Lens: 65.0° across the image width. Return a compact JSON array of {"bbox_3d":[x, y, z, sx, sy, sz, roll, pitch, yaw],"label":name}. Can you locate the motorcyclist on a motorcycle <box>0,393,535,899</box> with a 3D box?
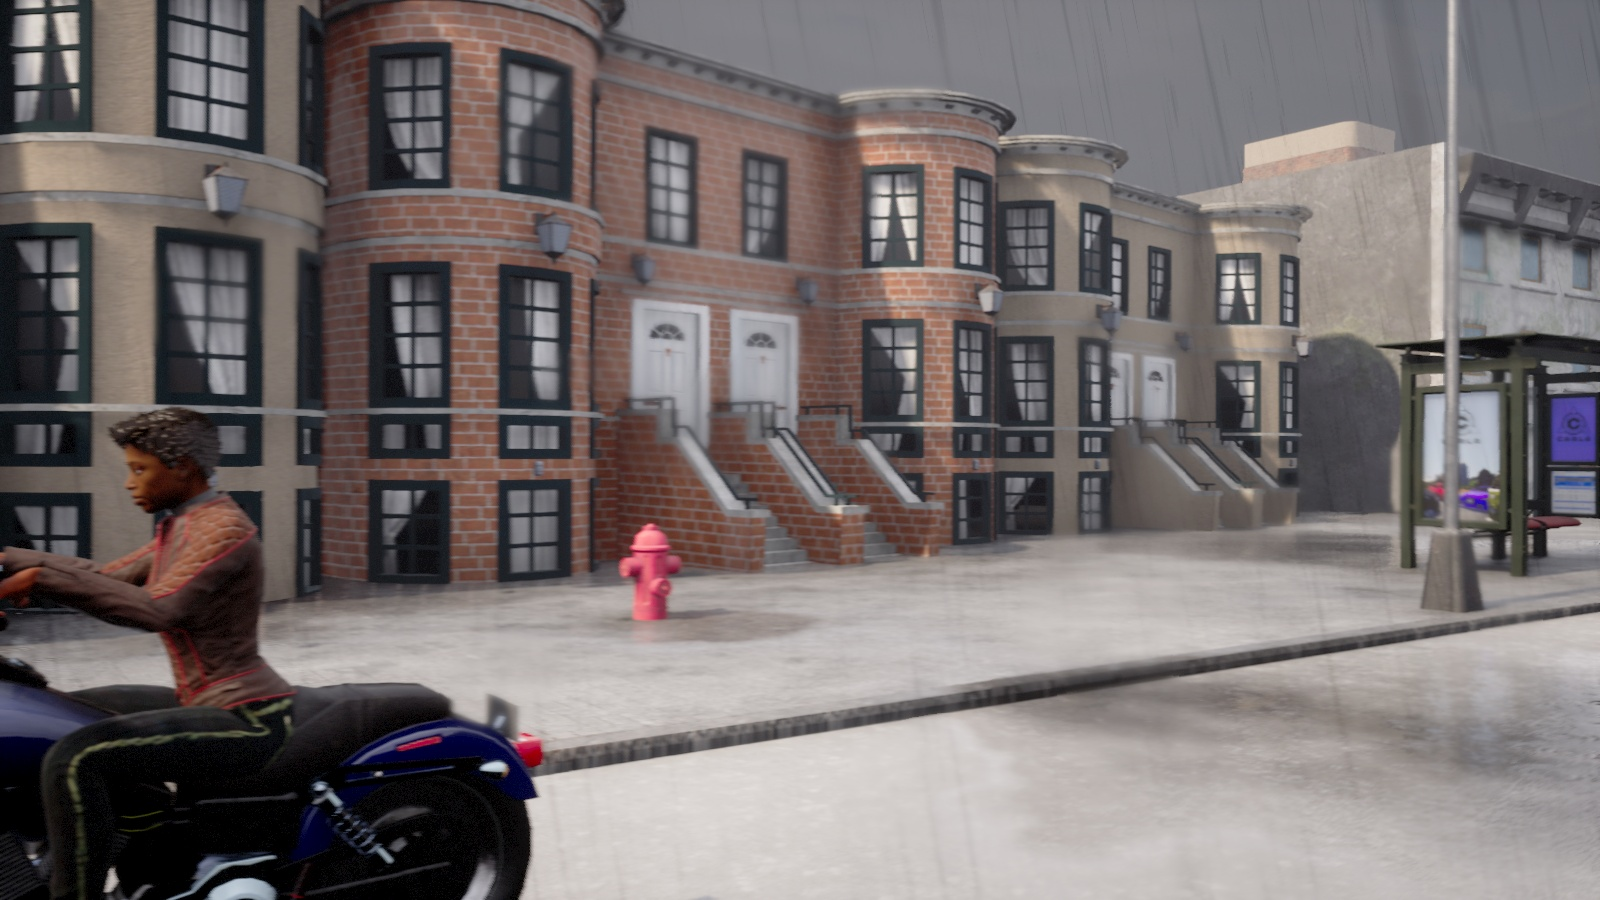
[{"bbox_3d":[-1.886,0.706,2.956,2.350,1.649,0.766,0,0,-35],"label":"motorcyclist on a motorcycle"}]
